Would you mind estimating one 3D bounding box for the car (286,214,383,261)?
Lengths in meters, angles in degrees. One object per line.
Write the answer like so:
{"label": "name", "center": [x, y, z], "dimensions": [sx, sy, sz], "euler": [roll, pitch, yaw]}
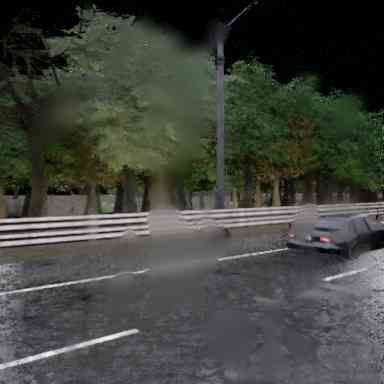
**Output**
{"label": "car", "center": [5.754, 1.512, 12.143], "dimensions": [5.357, 1.411, 2.033], "euler": [0, 0, -35]}
